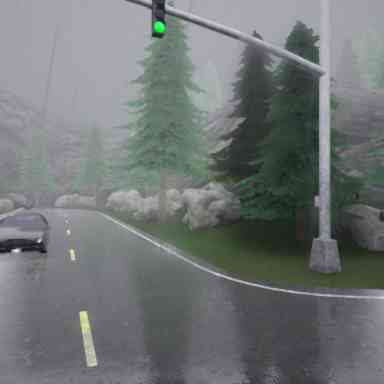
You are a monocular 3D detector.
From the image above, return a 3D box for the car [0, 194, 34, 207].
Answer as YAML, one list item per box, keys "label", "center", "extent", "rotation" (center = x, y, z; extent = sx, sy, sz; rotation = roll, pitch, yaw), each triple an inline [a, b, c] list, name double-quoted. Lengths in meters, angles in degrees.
- label: "car"
  center: [-22.460, 1.272, 41.902]
  extent: [5.566, 2.045, 2.150]
  rotation: [0, 0, 27]

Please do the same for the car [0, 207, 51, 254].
- label: "car"
  center: [-6.783, 1.567, 13.500]
  extent: [2.033, 1.411, 5.357]
  rotation: [0, 0, -21]
